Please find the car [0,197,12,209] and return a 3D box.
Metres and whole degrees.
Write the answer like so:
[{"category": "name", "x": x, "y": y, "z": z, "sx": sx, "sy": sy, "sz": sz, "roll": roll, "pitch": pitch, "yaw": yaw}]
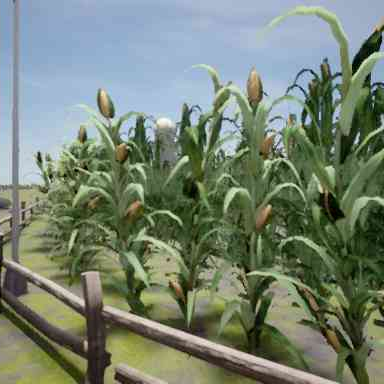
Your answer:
[{"category": "car", "x": -19.594, "y": 1.021, "z": 31.732, "sx": 1.994, "sy": 1.385, "sz": 4.181, "roll": 0, "pitch": 1, "yaw": 32}]
